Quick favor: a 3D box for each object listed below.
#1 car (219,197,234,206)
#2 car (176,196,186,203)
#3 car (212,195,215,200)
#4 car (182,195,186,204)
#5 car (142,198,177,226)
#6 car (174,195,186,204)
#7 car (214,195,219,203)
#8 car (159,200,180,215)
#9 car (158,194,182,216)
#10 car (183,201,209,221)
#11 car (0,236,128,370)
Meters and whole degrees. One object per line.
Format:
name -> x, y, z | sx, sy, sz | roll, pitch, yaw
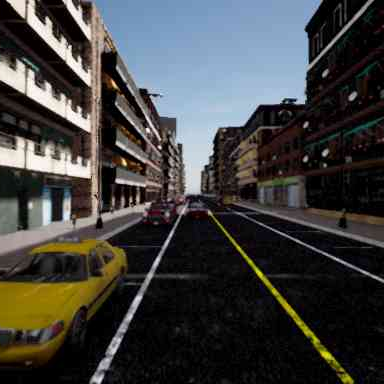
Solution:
car -> 6.174, 1.566, 57.066 | 1.752, 1.417, 4.829 | 0, 0, 0
car -> -2.181, 1.560, 68.192 | 1.887, 1.381, 4.507 | 0, 0, 0
car -> 6.250, 1.597, 90.712 | 2.008, 1.369, 4.403 | 0, 0, 0
car -> -2.205, 1.328, 56.919 | 2.192, 1.841, 5.009 | 0, 0, 0
car -> -2.283, 1.443, 23.101 | 1.967, 1.590, 4.097 | 0, 0, 0
car -> -2.194, 1.455, 62.554 | 1.967, 1.590, 4.097 | 0, 0, 0
car -> 6.199, 1.587, 68.168 | 1.887, 1.381, 4.507 | 0, 0, 0
car -> -2.259, 1.589, 34.373 | 1.802, 1.307, 4.206 | 0, 0, 0
car -> -2.269, 1.320, 28.737 | 2.192, 1.841, 5.009 | 0, 0, 0
car -> 0.416, 1.614, 27.911 | 1.895, 1.301, 4.718 | 0, 0, 0
car -> -2.322, 1.521, 6.020 | 1.752, 1.417, 4.829 | 0, 0, 0
